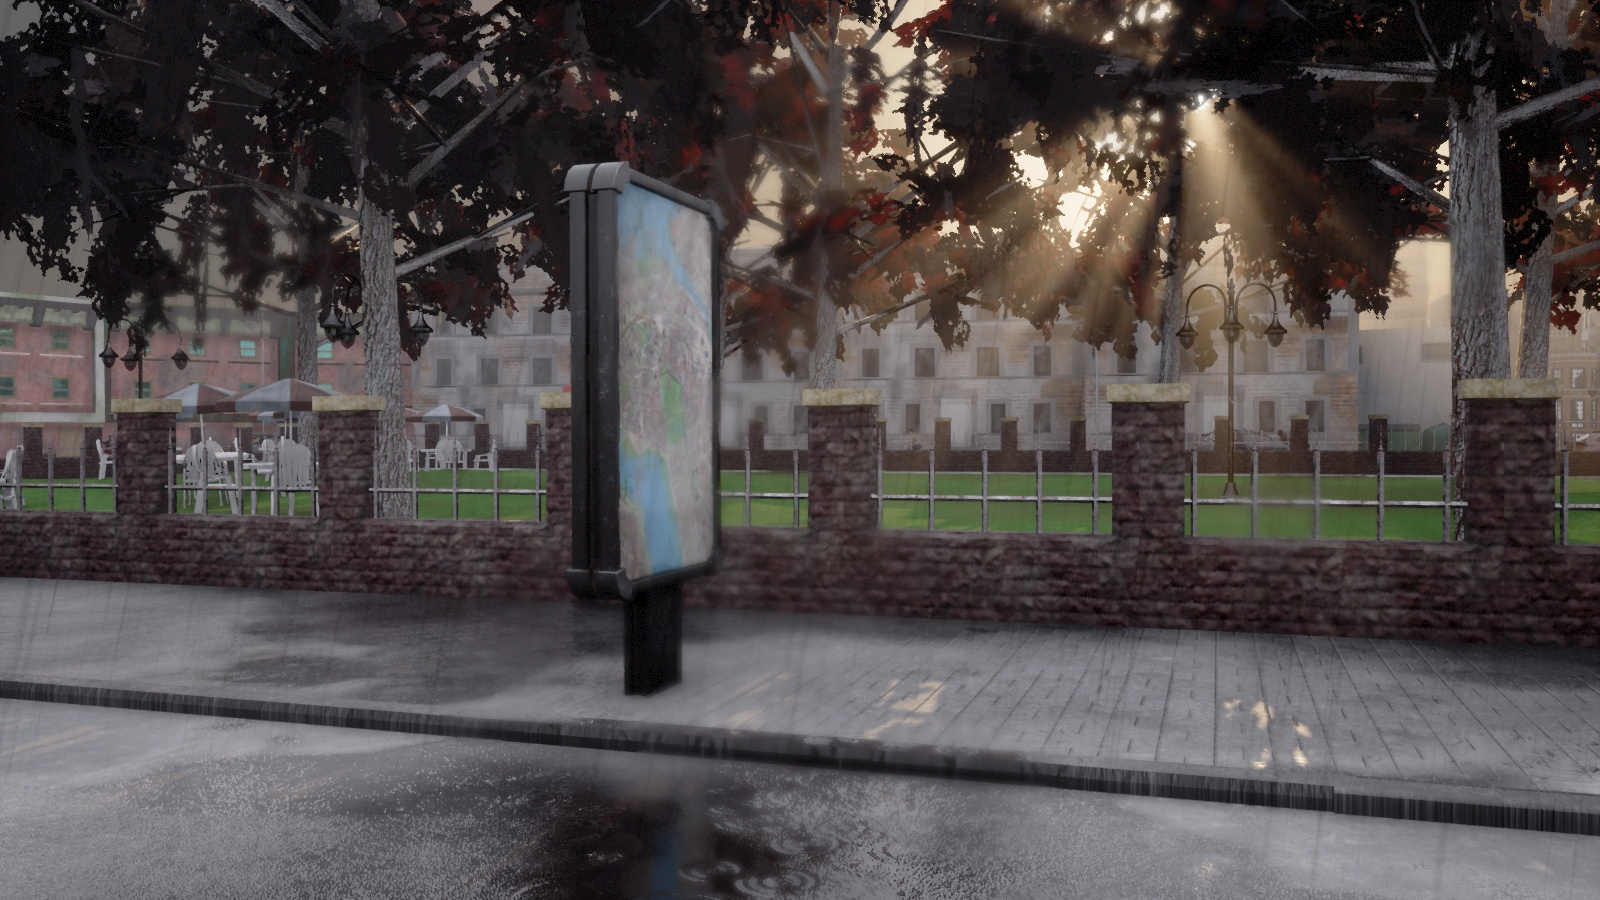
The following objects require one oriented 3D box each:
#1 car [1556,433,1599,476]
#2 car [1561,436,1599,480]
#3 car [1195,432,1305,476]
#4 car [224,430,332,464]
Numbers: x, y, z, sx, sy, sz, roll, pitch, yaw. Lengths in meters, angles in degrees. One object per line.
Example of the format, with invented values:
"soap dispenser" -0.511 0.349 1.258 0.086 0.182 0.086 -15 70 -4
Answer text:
"car" 30.466 0.168 45.514 4.902 1.511 2.128 1 1 18
"car" 28.125 0.272 42.078 4.193 1.474 1.816 1 1 18
"car" 16.426 0.131 45.965 3.705 1.549 1.789 0 1 18
"car" -23.661 -0.159 56.969 4.193 1.474 1.816 -1 1 -39
